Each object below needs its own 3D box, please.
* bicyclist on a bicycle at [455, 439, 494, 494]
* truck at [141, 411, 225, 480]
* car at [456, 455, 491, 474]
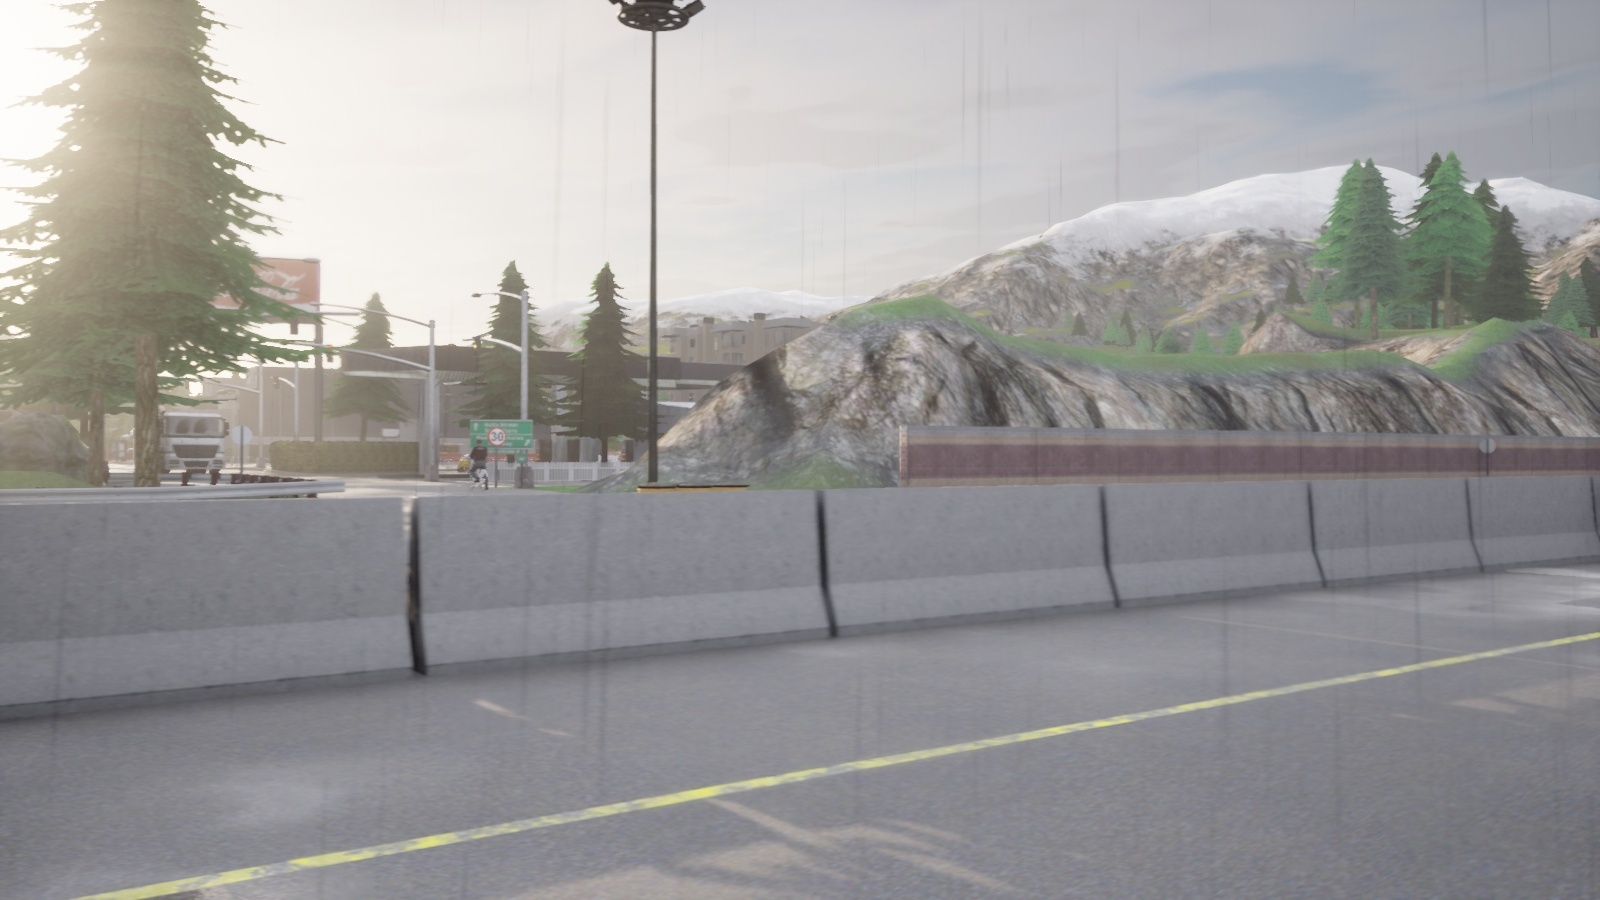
[{"bbox_3d":[-10.843,0.545,41.814,0.659,1.776,1.843,0,0,-36],"label":"bicyclist on a bicycle"},{"bbox_3d":[-33.344,-0.179,67.708,2.891,3.462,7.936,0,-1,-35],"label":"truck"},{"bbox_3d":[-24.558,1.079,94.426,2.207,1.376,1.481,0,0,-35],"label":"car"}]
